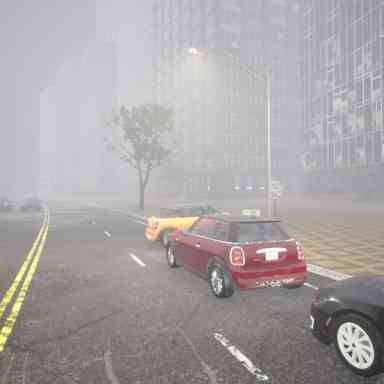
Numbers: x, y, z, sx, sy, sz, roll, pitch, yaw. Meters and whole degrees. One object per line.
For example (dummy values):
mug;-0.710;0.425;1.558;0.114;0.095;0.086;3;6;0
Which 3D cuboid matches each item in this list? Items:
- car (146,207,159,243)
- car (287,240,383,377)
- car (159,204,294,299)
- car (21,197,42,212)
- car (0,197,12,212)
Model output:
car;0.325;1.277;14.505;4.553;1.767;2.097;-3;1;-18
car;3.605;1.505;3.415;1.837;1.490;4.892;0;0;-36
car;0.856;1.355;8.879;2.097;1.767;4.553;0;0;-22
car;-18.935;1.393;39.370;2.097;1.767;4.553;0;0;-24
car;-21.901;1.391;38.040;2.097;1.767;4.553;0;0;-24
